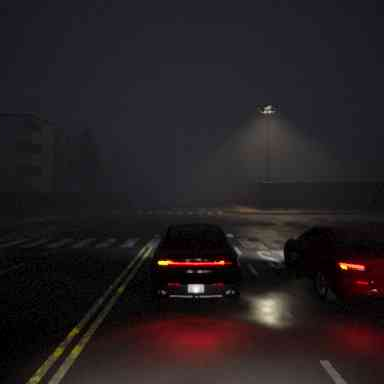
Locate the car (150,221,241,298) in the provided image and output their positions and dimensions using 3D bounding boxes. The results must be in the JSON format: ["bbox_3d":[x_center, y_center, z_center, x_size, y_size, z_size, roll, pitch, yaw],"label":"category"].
[{"bbox_3d":[0.062,1.497,8.447,1.837,1.490,4.892,0,0,0],"label":"car"}]

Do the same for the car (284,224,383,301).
[{"bbox_3d":[3.614,1.518,8.154,1.812,1.442,4.674,0,0,2],"label":"car"}]
